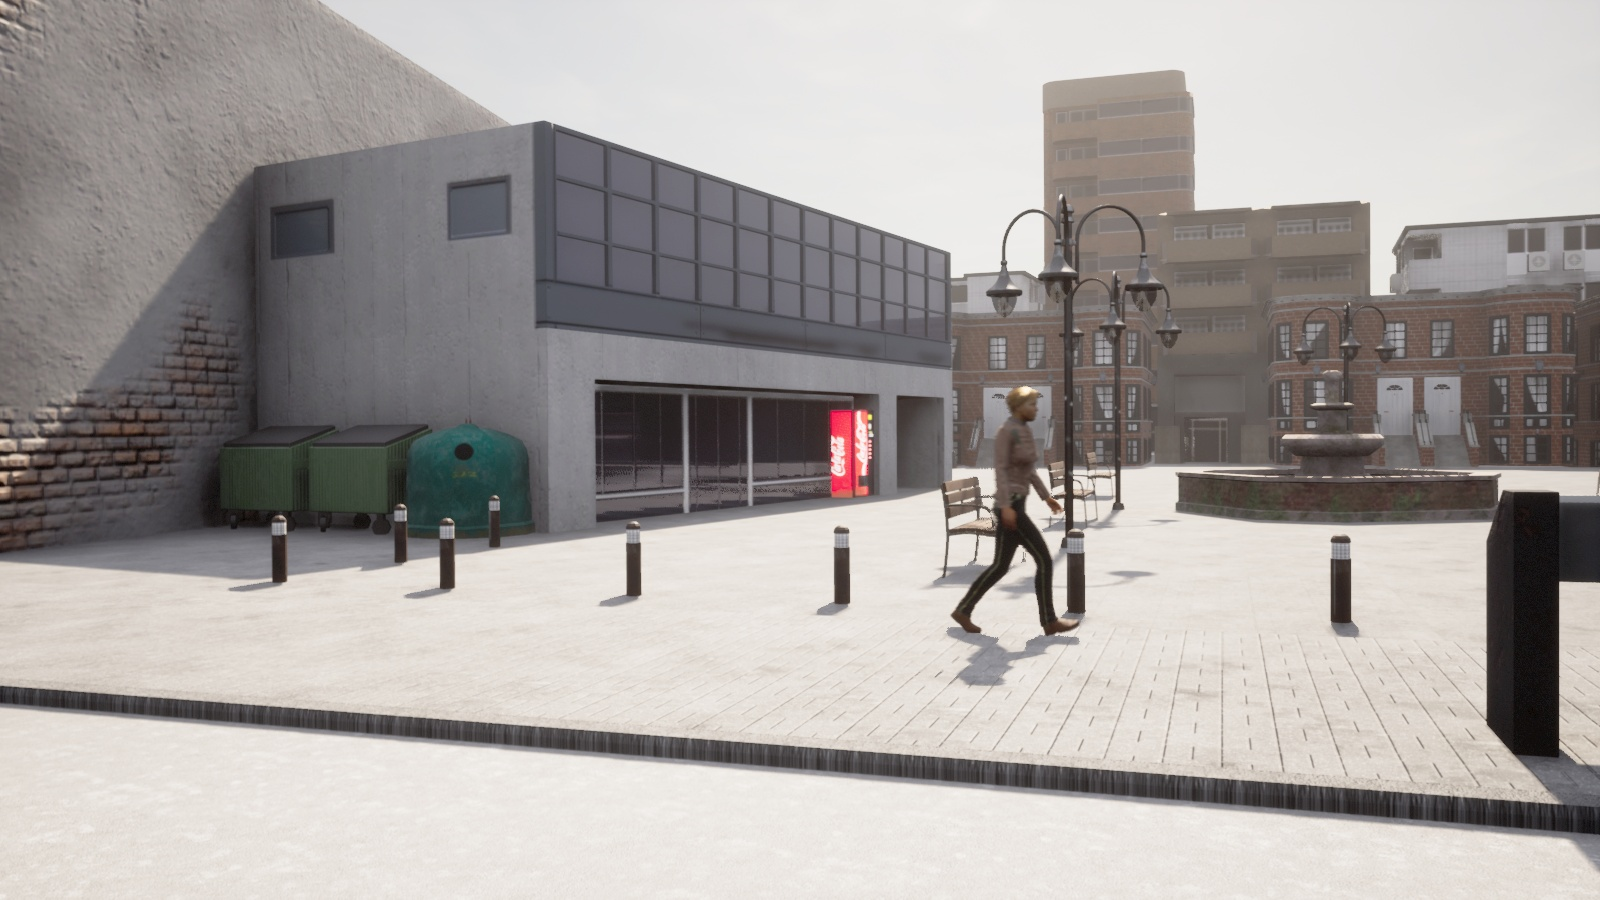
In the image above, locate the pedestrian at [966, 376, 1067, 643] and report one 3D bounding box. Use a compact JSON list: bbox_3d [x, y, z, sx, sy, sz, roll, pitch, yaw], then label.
[{"bbox_3d":[1.541,0.407,8.951,0.634,1.846,0.331,0,1,27],"label":"pedestrian"}]
